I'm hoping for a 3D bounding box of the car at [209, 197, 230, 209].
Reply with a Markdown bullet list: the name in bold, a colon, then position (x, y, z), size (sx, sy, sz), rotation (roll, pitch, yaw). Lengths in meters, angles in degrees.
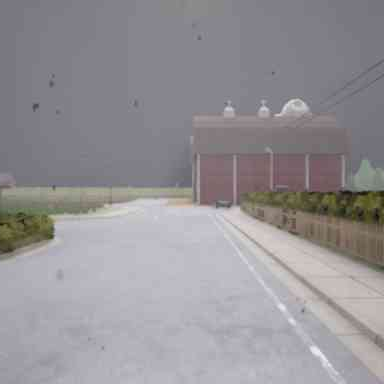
- **car**: position (3.748, 1.404, 44.691), size (2.128, 1.511, 4.902), rotation (1, 0, -10)
